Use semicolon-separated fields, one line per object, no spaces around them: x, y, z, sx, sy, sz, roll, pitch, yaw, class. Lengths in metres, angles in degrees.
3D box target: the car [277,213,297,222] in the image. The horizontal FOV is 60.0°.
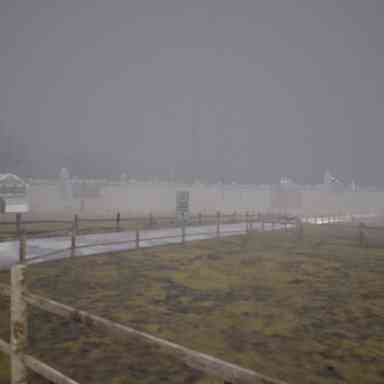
14.311;3.765;49.816;1.895;1.301;4.718;1;-2;35;car
